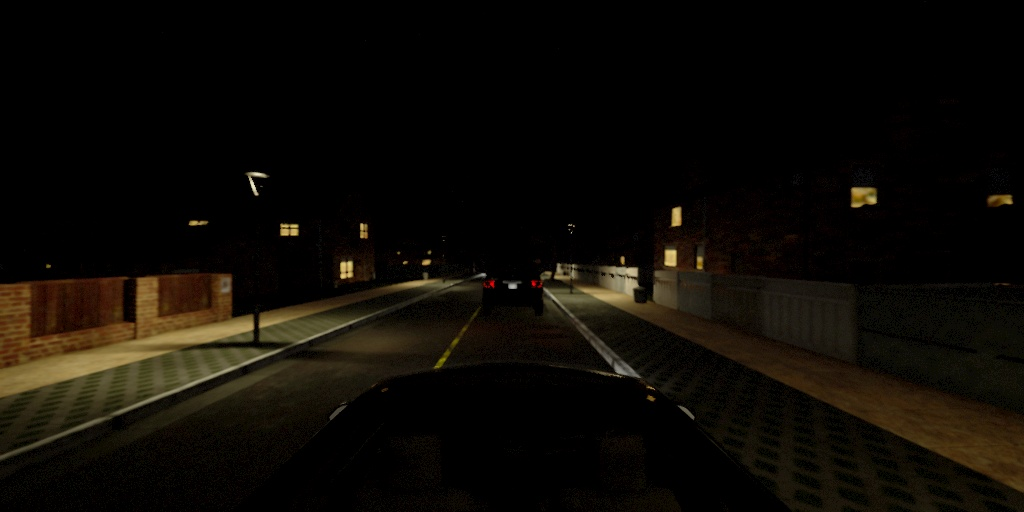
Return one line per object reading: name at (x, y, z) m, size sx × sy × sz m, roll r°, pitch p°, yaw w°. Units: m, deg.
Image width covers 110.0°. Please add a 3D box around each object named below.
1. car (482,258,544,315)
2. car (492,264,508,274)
car at (0.065, 1.110, 14.406) m, size 2.150 × 2.045 × 5.566 m, roll 0°, pitch 0°, yaw 1°
car at (-1.781, 1.964, 56.476) m, size 2.128 × 1.511 × 4.902 m, roll 0°, pitch -1°, yaw 2°
